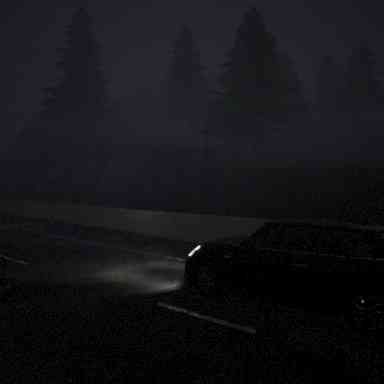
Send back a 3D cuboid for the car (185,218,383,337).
[{"bbox_3d":[2.050,1.342,6.923,4.553,1.767,2.097,1,0,36],"label":"car"}]
